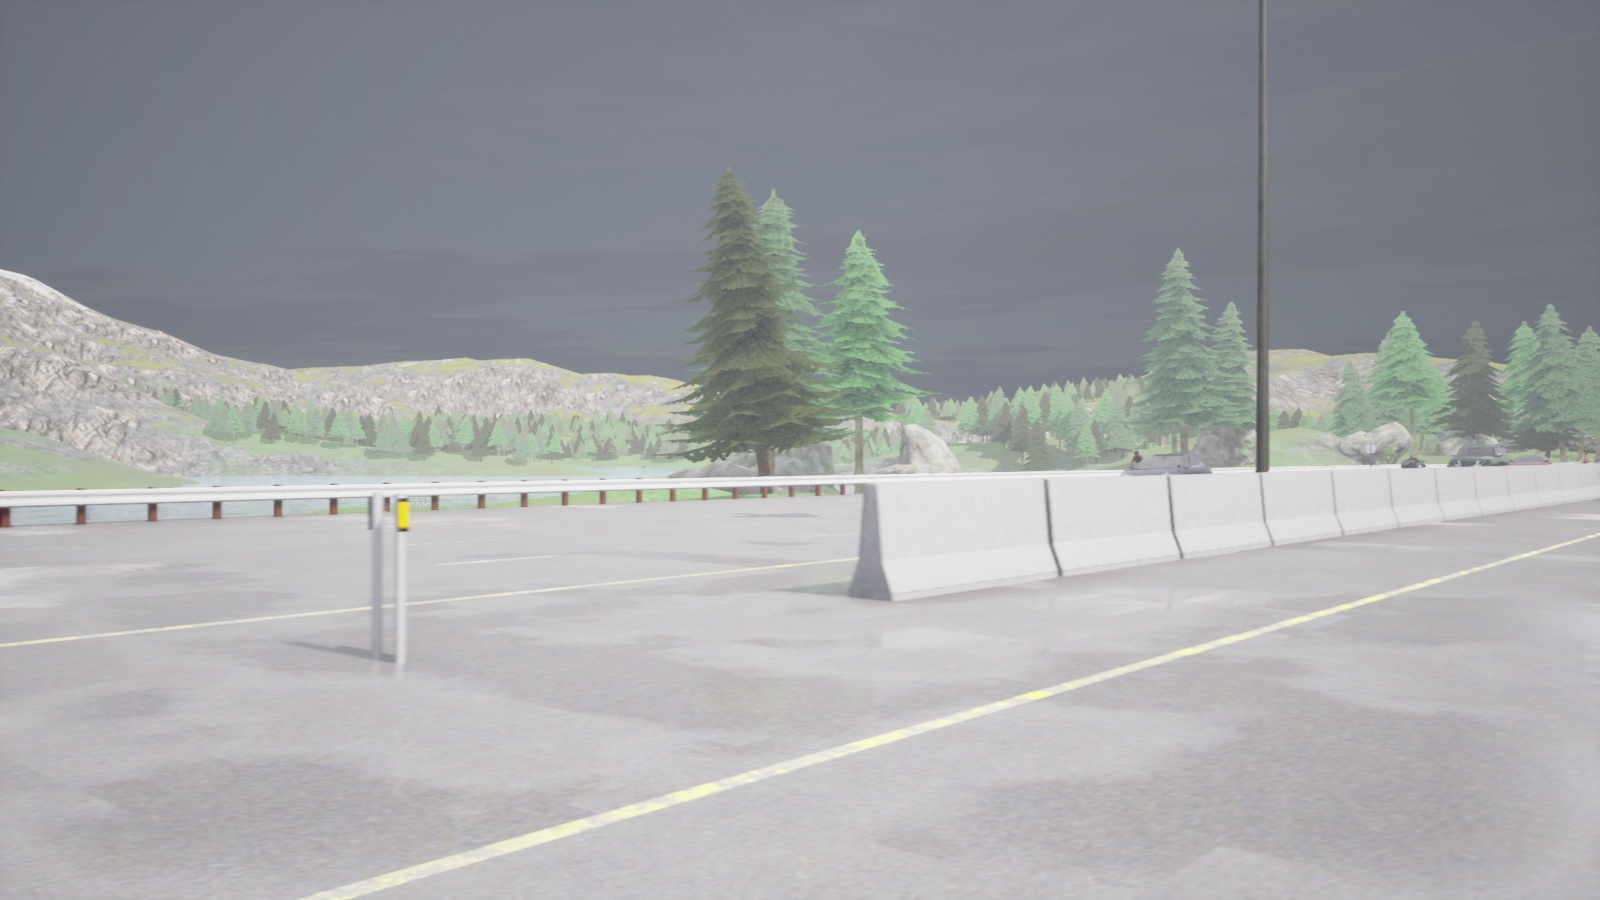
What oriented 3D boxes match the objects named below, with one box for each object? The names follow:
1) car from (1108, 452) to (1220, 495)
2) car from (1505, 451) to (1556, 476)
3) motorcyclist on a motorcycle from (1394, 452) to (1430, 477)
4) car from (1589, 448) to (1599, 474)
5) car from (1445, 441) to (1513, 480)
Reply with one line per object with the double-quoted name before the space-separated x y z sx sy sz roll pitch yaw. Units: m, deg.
"car" 13.338 0.830 45.864 2.163 1.488 4.792 0 0 40
"car" 45.607 0.821 78.365 1.882 1.535 5.008 0 0 40
"motorcyclist on a motorcycle" 38.179 0.893 78.354 2.191 1.530 0.866 0 0 -26
"car" 53.260 0.681 81.853 2.242 1.667 4.611 0 0 43
"car" 36.846 0.555 68.078 2.150 2.045 5.566 0 0 40
